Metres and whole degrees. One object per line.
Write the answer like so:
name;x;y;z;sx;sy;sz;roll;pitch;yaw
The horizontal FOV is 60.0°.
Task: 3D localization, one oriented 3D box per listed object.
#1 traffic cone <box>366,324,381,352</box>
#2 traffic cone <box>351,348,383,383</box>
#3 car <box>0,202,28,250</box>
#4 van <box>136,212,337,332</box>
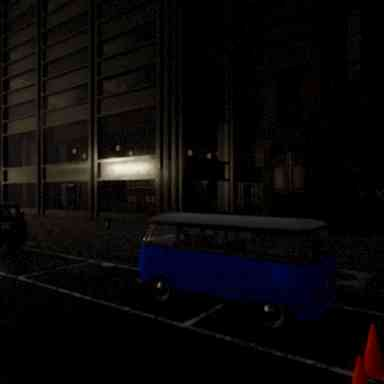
traffic cone;2.271;1.956;4.168;0.340;0.580;0.340;0;0;35
traffic cone;1.694;1.956;3.351;0.340;0.580;0.340;0;0;35
car;-8.455;1.318;13.029;5.009;1.841;2.192;0;0;35
van;0.703;1.342;6.550;3.998;1.788;1.690;0;0;35
